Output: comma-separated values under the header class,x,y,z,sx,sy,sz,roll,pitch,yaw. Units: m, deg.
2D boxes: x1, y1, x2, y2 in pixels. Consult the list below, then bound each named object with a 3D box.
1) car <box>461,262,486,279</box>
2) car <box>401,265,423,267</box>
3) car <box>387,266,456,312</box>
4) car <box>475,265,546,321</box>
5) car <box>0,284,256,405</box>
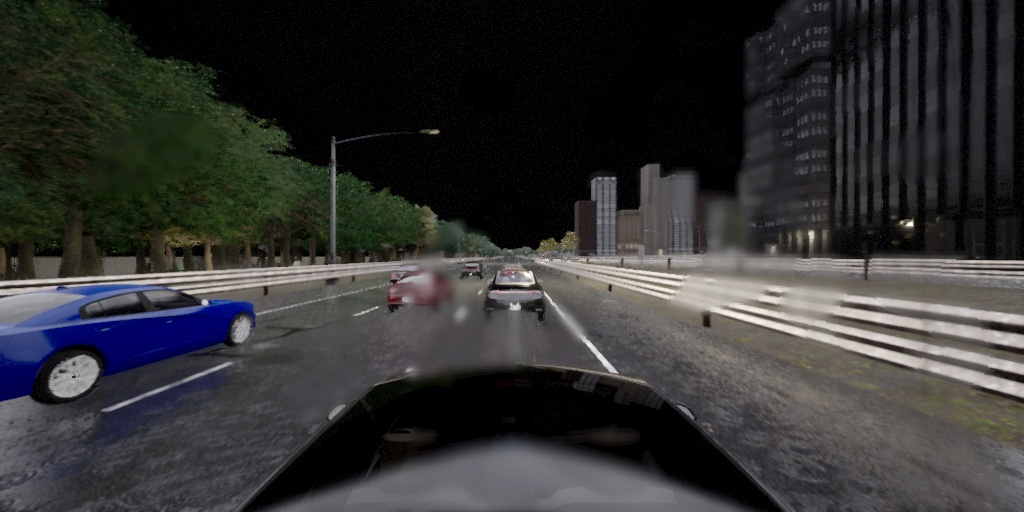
class,x,y,z,sx,sy,sz,roll,pitch,yaw
car,-3.403,1.261,32.114,1.837,1.490,4.892,0,0,0
car,-6.900,1.302,25.121,2.033,1.411,5.357,0,0,0
car,-3.402,1.278,14.019,1.812,1.442,4.674,0,0,0
car,0.099,1.244,12.564,2.128,1.511,4.902,0,0,0
car,-6.903,1.228,6.327,1.882,1.535,5.008,0,0,0
